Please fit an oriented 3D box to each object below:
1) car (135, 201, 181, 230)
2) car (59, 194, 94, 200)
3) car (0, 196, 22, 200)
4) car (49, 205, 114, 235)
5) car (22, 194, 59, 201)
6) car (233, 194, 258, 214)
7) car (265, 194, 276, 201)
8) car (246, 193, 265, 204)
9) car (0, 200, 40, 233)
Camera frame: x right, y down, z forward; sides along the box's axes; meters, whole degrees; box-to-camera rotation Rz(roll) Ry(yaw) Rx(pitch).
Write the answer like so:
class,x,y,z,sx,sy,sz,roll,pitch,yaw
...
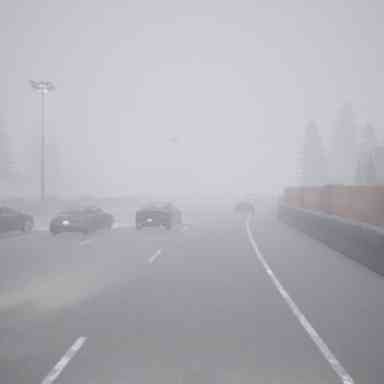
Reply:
class,x,y,z,sx,sy,sz,roll,pitch,yaw
car,-1.847,1.285,19.577,1.882,1.535,5.008,0,1,8
car,-14.692,1.040,43.876,2.128,1.511,4.902,0,0,16
car,-22.607,1.155,41.538,1.895,1.301,4.718,0,1,15
car,-5.638,1.383,17.490,1.994,1.385,4.181,0,1,7
car,-18.723,1.059,42.465,1.837,1.490,4.892,0,0,16
car,4.980,1.236,31.315,1.812,1.442,4.674,0,1,13
car,14.160,1.044,61.221,1.895,1.301,4.718,0,1,26
car,8.892,0.901,48.818,2.097,1.767,4.553,0,0,21
car,-9.399,1.335,15.549,1.837,1.490,4.892,0,1,6
